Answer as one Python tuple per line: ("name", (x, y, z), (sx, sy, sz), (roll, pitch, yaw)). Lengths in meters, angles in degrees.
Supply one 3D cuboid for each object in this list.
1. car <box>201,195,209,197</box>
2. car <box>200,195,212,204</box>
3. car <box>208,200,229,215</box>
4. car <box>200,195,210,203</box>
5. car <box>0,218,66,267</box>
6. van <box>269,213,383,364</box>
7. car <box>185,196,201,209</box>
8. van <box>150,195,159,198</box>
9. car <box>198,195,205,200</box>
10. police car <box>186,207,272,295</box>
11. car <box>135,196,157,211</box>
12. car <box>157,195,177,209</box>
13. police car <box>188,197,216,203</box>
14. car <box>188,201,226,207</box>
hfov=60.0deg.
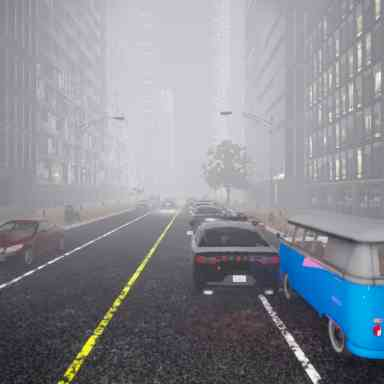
("car", (2.628, 1.544, 45.555), (2.008, 1.369, 4.403), (0, 0, 0))
("car", (2.605, 1.410, 62.633), (1.967, 1.590, 4.097), (0, 0, 0))
("car", (2.643, 1.581, 34.171), (1.802, 1.307, 4.206), (0, 0, 0))
("car", (2.597, 1.401, 68.325), (1.967, 1.590, 4.097), (0, 0, 0))
("car", (-5.706, 1.582, 11.392), (1.802, 1.307, 4.206), (0, 0, 0))
("van", (2.683, 1.341, 5.709), (1.690, 1.788, 3.998), (0, 0, 0))
("car", (-0.052, 1.594, 45.802), (1.895, 1.301, 4.718), (0, 0, 0))
("van", (-5.760, 1.328, 51.240), (1.690, 1.788, 3.998), (0, 0, 0))
("car", (2.566, 1.463, 91.095), (1.887, 1.381, 4.507), (0, 0, 0))
("police car", (0.888, 1.425, 8.835), (1.930, 1.638, 5.238), (0, 0, 0))
("car", (-5.745, 1.548, 39.855), (2.008, 1.369, 4.403), (0, 0, 0))
("car", (-3.062, 1.486, 44.650), (2.128, 1.511, 4.902), (0, 0, 0))
("police car", (0.866, 1.425, 24.835), (1.930, 1.638, 5.238), (0, 0, 0))
("car", (0.874, 1.478, 18.725), (1.882, 1.535, 5.008), (0, 0, 0))
